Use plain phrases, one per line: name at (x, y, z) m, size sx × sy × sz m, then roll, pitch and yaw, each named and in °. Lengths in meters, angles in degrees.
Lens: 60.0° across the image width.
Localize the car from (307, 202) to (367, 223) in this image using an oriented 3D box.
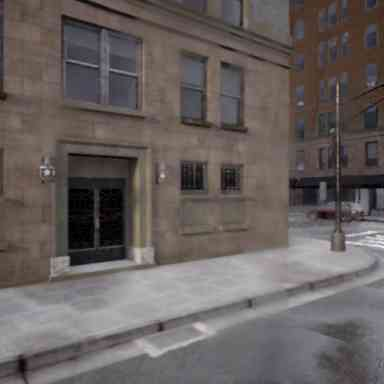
car at (10.806, 1.423, 25.205) m, size 1.967 × 1.590 × 4.097 m, roll 0°, pitch 0°, yaw -35°
